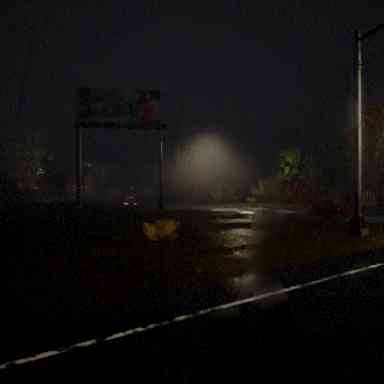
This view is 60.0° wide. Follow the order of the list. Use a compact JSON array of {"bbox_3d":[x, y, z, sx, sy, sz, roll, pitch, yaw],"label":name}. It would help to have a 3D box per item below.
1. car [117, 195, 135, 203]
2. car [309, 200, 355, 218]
[{"bbox_3d":[-12.570,1.228,63.236,1.882,1.535,5.008,0,0,-36],"label":"car"},{"bbox_3d":[12.251,1.417,28.638,1.994,1.385,4.181,0,0,-36],"label":"car"}]
